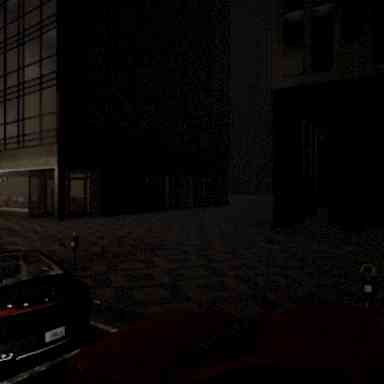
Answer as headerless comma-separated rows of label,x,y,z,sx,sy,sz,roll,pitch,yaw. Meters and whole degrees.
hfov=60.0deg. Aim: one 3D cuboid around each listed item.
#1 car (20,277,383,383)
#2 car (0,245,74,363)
car,0.941,1.545,2.291,4.507,1.381,1.887,0,0,35
car,-3.492,1.550,5.451,4.403,1.369,2.008,0,0,35
